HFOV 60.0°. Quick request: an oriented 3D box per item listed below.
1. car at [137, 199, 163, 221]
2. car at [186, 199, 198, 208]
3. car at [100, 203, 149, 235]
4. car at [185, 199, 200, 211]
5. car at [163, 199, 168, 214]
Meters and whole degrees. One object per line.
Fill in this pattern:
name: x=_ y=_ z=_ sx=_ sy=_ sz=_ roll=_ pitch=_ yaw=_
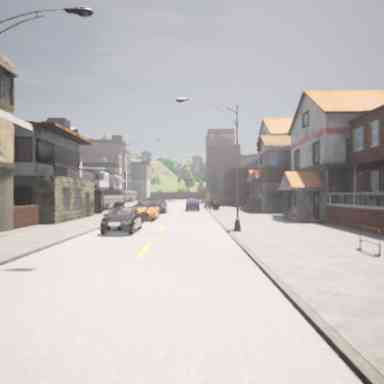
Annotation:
car: x=-4.074 y=1.549 z=29.034 sx=2.097 sy=1.767 sz=4.553 roll=0 pitch=0 yaw=0
car: x=-0.016 y=1.878 z=55.224 sx=1.837 sy=1.490 sz=4.892 roll=0 pitch=0 yaw=0
car: x=-4.100 y=1.627 z=19.934 sx=2.128 sy=1.511 sz=4.902 roll=0 pitch=0 yaw=0
car: x=0.088 y=1.783 z=45.135 sx=1.882 sy=1.535 sz=5.008 roll=0 pitch=0 yaw=0
car: x=-4.011 y=1.616 z=39.097 sx=2.097 sy=1.767 sz=4.553 roll=0 pitch=0 yaw=0
